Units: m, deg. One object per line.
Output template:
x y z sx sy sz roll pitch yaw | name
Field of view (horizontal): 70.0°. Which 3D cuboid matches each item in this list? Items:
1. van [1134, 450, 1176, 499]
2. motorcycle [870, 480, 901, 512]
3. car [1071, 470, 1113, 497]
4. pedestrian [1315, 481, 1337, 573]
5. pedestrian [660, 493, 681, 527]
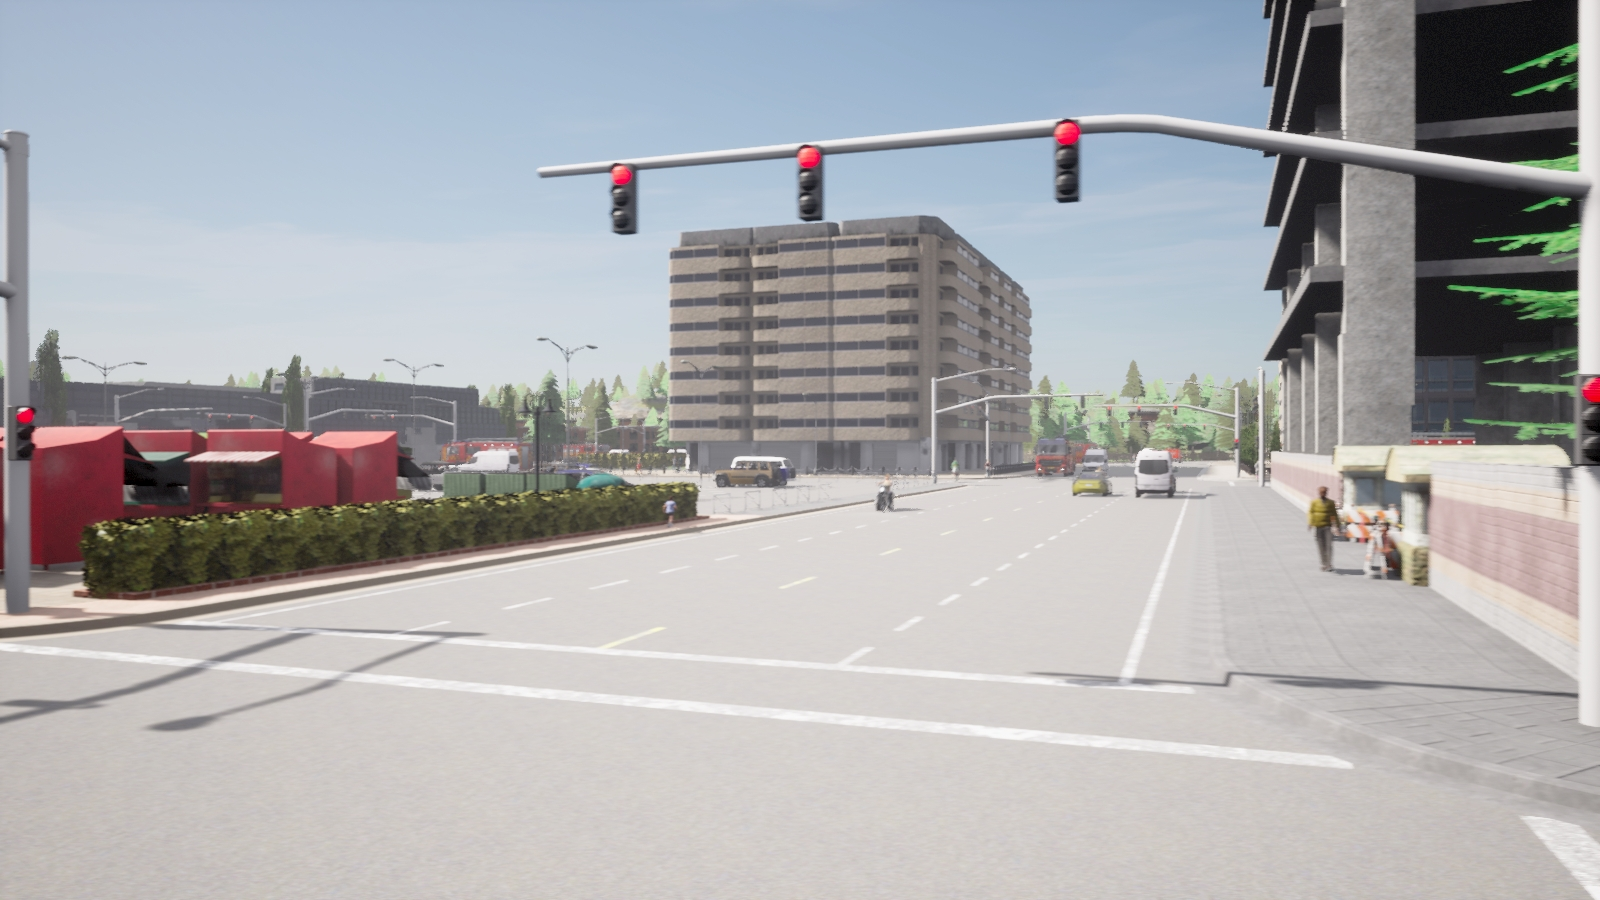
19.964 1.315 64.082 1.988 2.561 5.915 0 0 19 | van
3.725 1.991 49.733 0.764 1.307 2.356 0 0 20 | motorcycle
16.802 1.901 65.663 1.994 1.385 4.181 0 0 20 | car
10.838 1.577 23.541 0.375 1.860 0.375 0 0 20 | pedestrian
-4.227 1.950 37.255 0.500 1.100 0.500 0 0 20 | pedestrian
